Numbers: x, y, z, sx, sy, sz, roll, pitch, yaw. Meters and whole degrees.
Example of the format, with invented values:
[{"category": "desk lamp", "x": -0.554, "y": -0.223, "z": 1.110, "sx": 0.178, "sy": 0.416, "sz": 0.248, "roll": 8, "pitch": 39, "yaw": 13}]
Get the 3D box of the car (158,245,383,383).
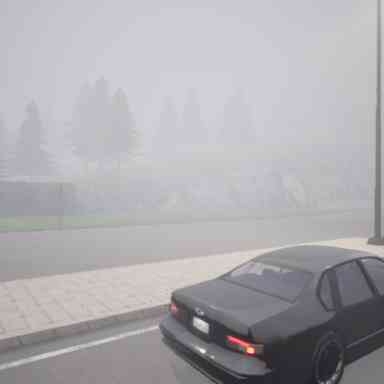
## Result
[{"category": "car", "x": 2.139, "y": 1.598, "z": 5.271, "sx": 5.357, "sy": 1.411, "sz": 2.033, "roll": 1, "pitch": 0, "yaw": -36}]
